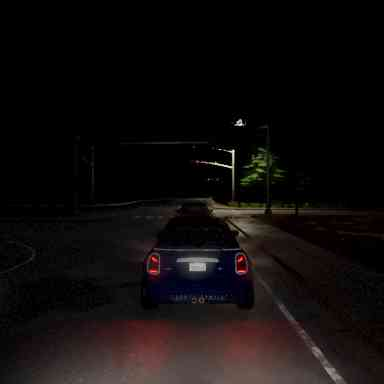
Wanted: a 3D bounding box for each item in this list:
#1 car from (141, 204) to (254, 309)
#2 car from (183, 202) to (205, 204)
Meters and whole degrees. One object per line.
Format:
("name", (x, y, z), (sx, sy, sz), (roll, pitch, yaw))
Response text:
("car", (0.100, 1.347, 8.020), (2.097, 1.767, 4.553), (0, 0, 0))
("car", (0.102, 1.338, 18.141), (2.097, 1.767, 4.553), (0, 0, 0))
